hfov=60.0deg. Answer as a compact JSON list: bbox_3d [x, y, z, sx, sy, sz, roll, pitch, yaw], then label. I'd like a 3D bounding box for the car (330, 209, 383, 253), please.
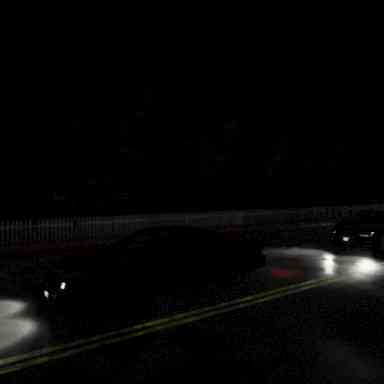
[{"bbox_3d":[7.683,1.492,13.740,4.892,1.490,1.837,0,0,-35],"label":"car"}]

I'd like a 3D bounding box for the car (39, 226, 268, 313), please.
[{"bbox_3d":[-0.584,1.544,7.853,5.357,1.411,2.033,0,0,-35],"label":"car"}]
